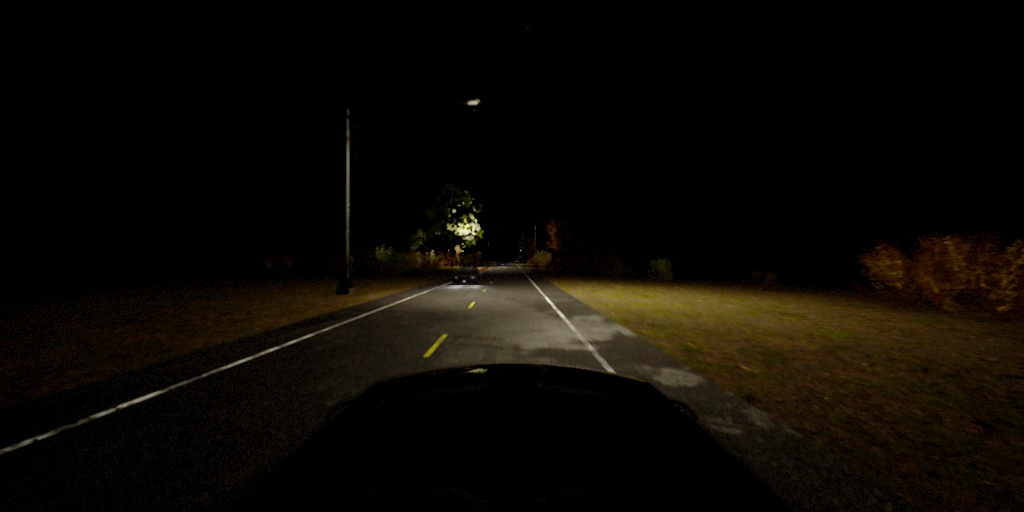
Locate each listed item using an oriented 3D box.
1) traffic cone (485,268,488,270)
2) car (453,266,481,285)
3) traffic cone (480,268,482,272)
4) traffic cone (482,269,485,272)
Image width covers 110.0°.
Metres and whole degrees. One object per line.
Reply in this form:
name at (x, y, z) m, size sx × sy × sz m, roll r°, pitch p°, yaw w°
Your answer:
traffic cone at (-4.872, 2.247, 62.432) m, size 0.340 × 0.580 × 0.340 m, roll 0°, pitch 0°, yaw 0°
car at (-3.580, 1.545, 29.582) m, size 2.033 × 1.411 × 5.357 m, roll 0°, pitch -1°, yaw 0°
traffic cone at (-4.877, 2.157, 52.431) m, size 0.340 × 0.580 × 0.340 m, roll 0°, pitch 0°, yaw 0°
traffic cone at (-4.875, 2.202, 57.432) m, size 0.340 × 0.580 × 0.340 m, roll 0°, pitch 0°, yaw 0°
